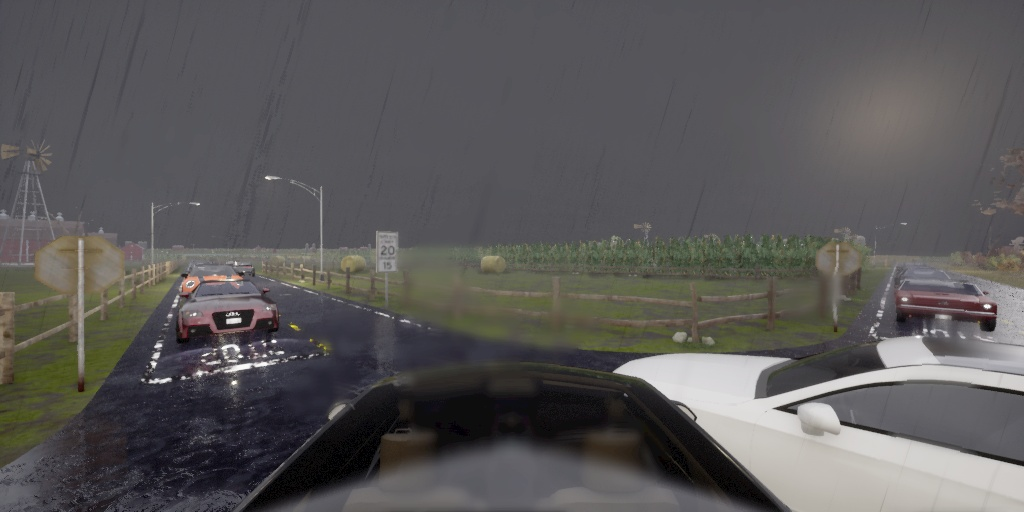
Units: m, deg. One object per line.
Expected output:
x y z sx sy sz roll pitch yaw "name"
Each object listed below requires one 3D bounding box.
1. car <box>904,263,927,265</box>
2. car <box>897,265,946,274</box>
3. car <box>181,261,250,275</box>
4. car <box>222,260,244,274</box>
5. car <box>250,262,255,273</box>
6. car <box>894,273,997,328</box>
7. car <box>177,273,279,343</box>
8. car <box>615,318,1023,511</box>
27.396 1.393 24.178 4.181 1.385 1.994 0 1 -43 "car"
20.629 1.358 17.937 5.357 1.411 2.033 0 1 -43 "car"
-13.685 1.137 16.449 2.097 1.767 4.553 0 0 -42 "car"
-33.619 1.296 43.176 1.837 1.490 4.892 0 0 -41 "car"
-26.912 1.276 35.705 2.128 1.511 4.902 0 0 -41 "car"
13.539 1.395 11.387 4.718 1.301 1.895 0 1 -43 "car"
-7.922 1.353 9.954 1.994 1.385 4.181 0 0 -42 "car"
2.842 1.294 2.346 1.812 1.442 4.674 0 1 -44 "car"
